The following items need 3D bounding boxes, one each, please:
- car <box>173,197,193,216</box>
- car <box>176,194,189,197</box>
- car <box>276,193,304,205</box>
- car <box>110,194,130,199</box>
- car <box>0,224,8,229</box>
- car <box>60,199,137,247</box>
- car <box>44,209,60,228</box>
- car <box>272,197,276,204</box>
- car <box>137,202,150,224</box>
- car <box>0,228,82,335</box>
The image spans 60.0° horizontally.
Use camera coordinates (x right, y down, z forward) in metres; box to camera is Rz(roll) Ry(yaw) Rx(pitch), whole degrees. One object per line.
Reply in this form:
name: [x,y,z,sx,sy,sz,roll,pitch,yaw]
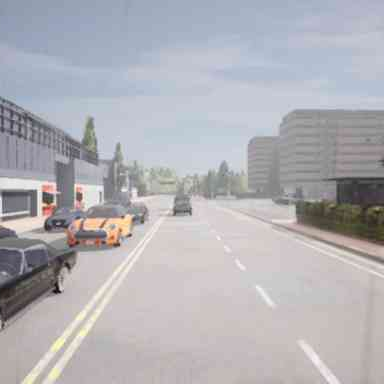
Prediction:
car: [-0.927,1.530,33.298,2.128,1.511,4.902,0,0,-1]
car: [-1.308,1.276,44.440,2.150,2.045,5.566,0,0,-1]
car: [16.186,1.103,53.933,3.866,1.878,1.905,0,0,-3]
car: [-8.108,1.297,37.281,2.150,2.045,5.566,0,0,-2]
car: [-7.382,1.623,10.696,1.994,1.385,4.181,0,0,-1]
car: [-4.024,1.394,15.202,2.097,1.767,4.553,0,0,-1]
car: [-7.699,1.635,21.024,1.994,1.385,4.181,0,0,-2]
car: [16.078,1.103,56.825,4.605,1.855,1.932,0,0,-3]
car: [-4.317,1.545,25.207,2.128,1.511,4.902,0,0,-2]
car: [-3.752,1.632,6.139,1.895,1.301,4.718,0,0,-2]
